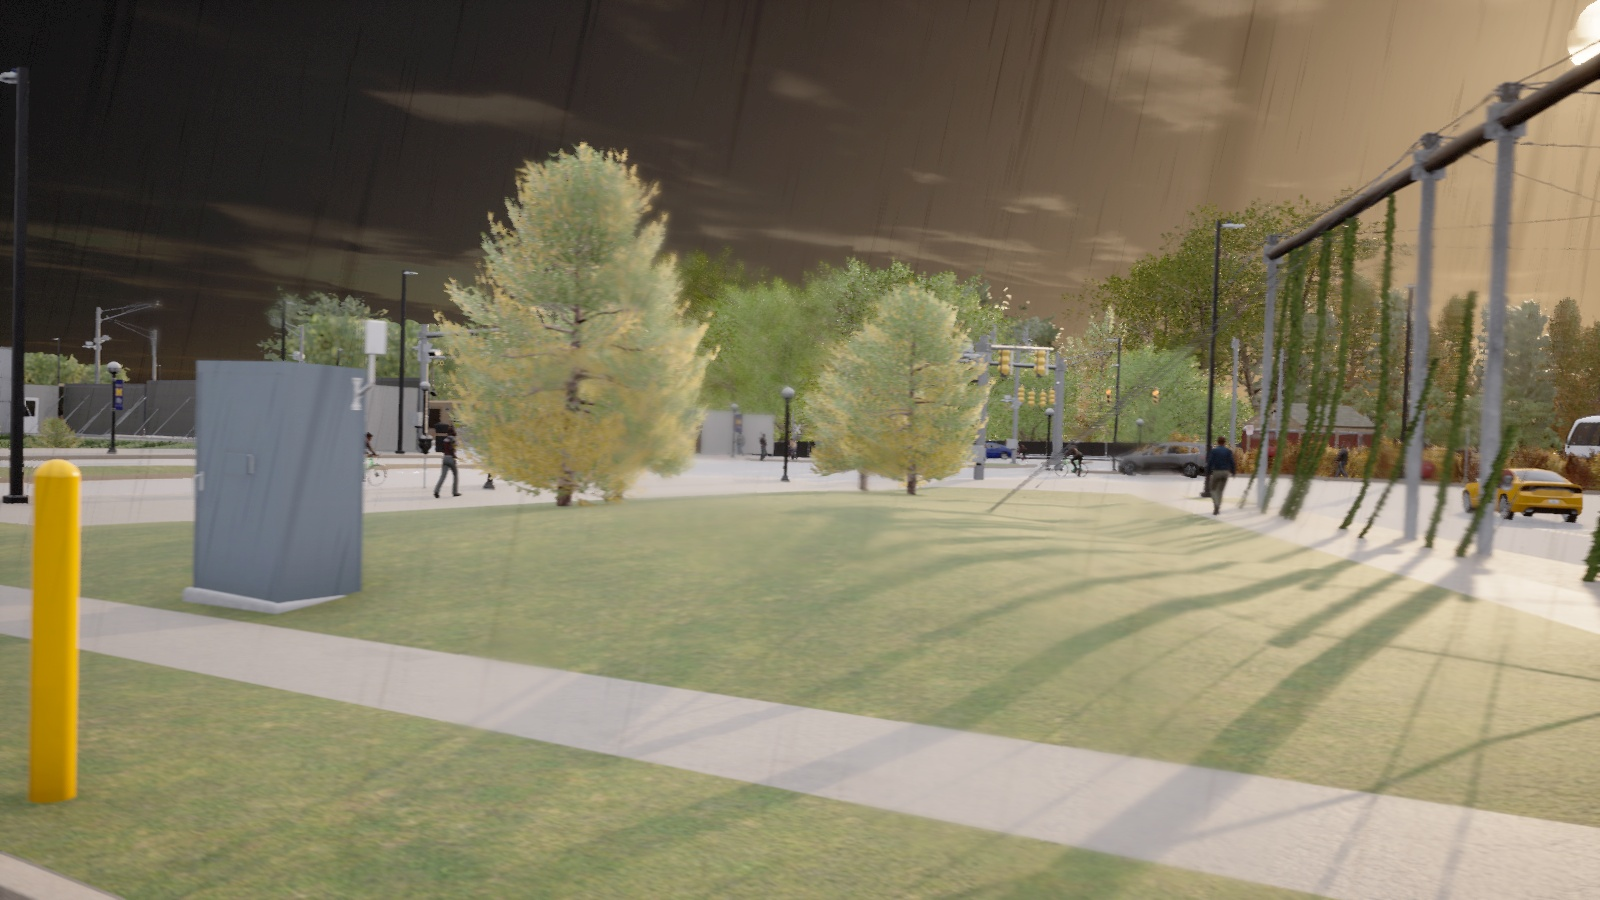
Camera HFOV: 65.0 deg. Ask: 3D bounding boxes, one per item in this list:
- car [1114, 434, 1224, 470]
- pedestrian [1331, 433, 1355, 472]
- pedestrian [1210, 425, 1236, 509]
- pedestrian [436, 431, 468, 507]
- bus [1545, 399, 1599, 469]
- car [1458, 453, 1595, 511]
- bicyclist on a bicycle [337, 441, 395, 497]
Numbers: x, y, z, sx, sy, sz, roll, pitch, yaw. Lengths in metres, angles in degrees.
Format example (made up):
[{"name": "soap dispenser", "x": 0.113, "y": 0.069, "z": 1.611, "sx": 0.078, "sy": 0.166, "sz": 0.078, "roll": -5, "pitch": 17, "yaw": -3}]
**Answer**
[{"name": "car", "x": 17.731, "y": 0.079, "z": 60.410, "sx": 4.611, "sy": 1.667, "sz": 2.242, "roll": 0, "pitch": 1, "yaw": 34}, {"name": "pedestrian", "x": 26.753, "y": 0.114, "z": 61.864, "sx": 0.563, "sy": 1.883, "sz": 0.849, "roll": 0, "pitch": 2, "yaw": -36}, {"name": "pedestrian", "x": 9.429, "y": 0.364, "z": 28.023, "sx": 0.370, "sy": 1.835, "sz": 0.726, "roll": 1, "pitch": 2, "yaw": 8}, {"name": "pedestrian", "x": -8.968, "y": 0.469, "z": 32.371, "sx": 0.402, "sy": 1.930, "sz": 0.666, "roll": 2, "pitch": 2, "yaw": 36}, {"name": "bus", "x": 51.837, "y": -0.962, "z": 76.483, "sx": 3.944, "sy": 4.253, "sz": 10.273, "roll": -1, "pitch": 2, "yaw": -38}, {"name": "car", "x": 21.489, "y": 0.885, "z": 37.401, "sx": 1.882, "sy": 1.535, "sz": 5.008, "roll": 1, "pitch": 1, "yaw": 10}, {"name": "bicyclist on a bicycle", "x": -13.051, "y": 0.547, "z": 37.790, "sx": 0.582, "sy": 1.620, "sz": 1.656, "roll": 1, "pitch": 1, "yaw": 34}]
